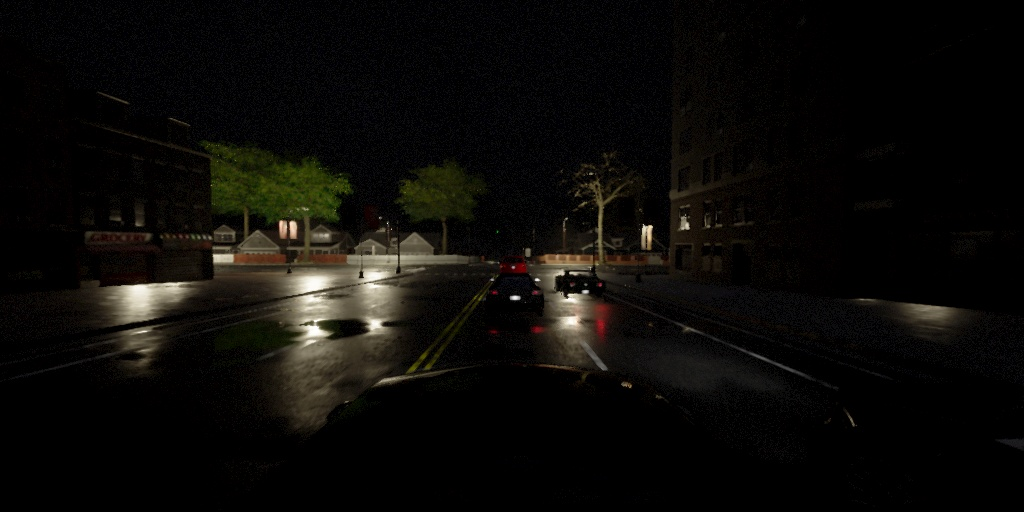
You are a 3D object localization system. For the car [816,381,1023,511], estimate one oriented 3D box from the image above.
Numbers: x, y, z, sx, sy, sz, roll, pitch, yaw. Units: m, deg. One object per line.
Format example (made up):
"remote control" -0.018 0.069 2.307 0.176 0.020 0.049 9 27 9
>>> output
"car" 3.349 1.243 0.857 2.128 1.511 4.902 0 0 0

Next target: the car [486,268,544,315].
"car" 0.098 1.305 13.437 1.994 1.385 4.181 0 0 0

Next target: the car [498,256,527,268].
"car" 0.099 0.982 30.403 2.150 2.045 5.566 0 0 0

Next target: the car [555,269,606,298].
"car" 3.349 1.344 18.522 1.895 1.301 4.718 0 0 0
